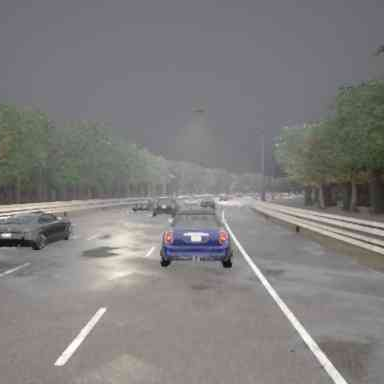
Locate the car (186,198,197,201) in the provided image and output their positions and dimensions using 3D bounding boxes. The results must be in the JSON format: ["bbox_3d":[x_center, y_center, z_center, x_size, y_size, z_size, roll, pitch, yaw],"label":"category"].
[{"bbox_3d":[0.026,1.658,55.725,1.895,1.301,4.718,0,0,8],"label":"car"}]

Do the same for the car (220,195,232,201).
[{"bbox_3d":[8.022,1.573,83.485,2.128,1.511,4.902,0,0,11],"label":"car"}]

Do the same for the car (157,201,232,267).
[{"bbox_3d":[0.177,1.366,11.680,2.097,1.767,4.553,0,0,2],"label":"car"}]

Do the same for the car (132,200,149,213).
[{"bbox_3d":[-5.406,1.576,38.237,2.033,1.411,5.357,0,0,6],"label":"car"}]

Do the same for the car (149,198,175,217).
[{"bbox_3d":[-2.293,1.380,31.295,2.097,1.767,4.553,0,0,4],"label":"car"}]

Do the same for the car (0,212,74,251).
[{"bbox_3d":[-6.676,1.553,14.183,1.994,1.385,4.181,0,0,2],"label":"car"}]

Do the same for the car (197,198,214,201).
[{"bbox_3d":[2.033,1.552,41.765,1.837,1.490,4.892,0,0,5],"label":"car"}]

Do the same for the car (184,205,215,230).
[{"bbox_3d":[0.597,1.627,22.520,1.895,1.301,4.718,0,0,3],"label":"car"}]
